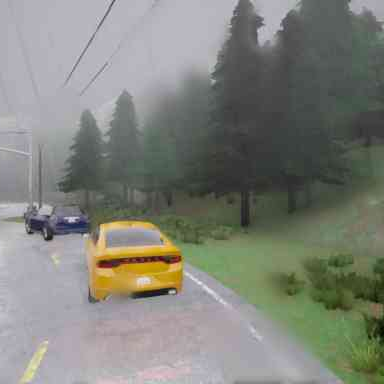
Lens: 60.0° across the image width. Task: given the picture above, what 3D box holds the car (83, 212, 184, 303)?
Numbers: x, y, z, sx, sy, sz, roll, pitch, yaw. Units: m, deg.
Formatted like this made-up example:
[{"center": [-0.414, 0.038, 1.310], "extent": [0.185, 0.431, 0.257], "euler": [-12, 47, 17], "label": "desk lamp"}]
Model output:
[{"center": [-1.678, 1.478, 8.441], "extent": [1.882, 1.535, 5.008], "euler": [0, 0, -19], "label": "car"}]

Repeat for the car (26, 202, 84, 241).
[{"center": [-6.951, 1.352, 17.086], "extent": [2.097, 1.767, 4.553], "euler": [0, 0, -40], "label": "car"}]
